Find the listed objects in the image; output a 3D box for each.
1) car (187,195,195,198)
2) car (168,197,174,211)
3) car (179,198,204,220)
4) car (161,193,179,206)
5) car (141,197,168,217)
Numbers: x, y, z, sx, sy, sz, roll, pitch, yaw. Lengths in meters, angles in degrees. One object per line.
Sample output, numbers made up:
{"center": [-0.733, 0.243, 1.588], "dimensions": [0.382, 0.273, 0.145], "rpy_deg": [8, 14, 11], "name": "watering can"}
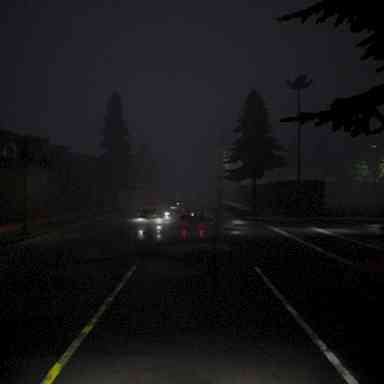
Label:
{"center": [-0.146, 1.505, 75.053], "dimensions": [1.882, 1.535, 5.008], "rpy_deg": [0, 0, 0], "name": "car"}
{"center": [-3.677, 1.616, 41.514], "dimensions": [1.895, 1.301, 4.718], "rpy_deg": [0, 0, 0], "name": "car"}
{"center": [0.046, 1.536, 28.372], "dimensions": [1.812, 1.442, 4.674], "rpy_deg": [0, 0, 0], "name": "car"}
{"center": [-3.684, 1.242, 53.950], "dimensions": [2.150, 2.045, 5.566], "rpy_deg": [0, 0, 0], "name": "car"}
{"center": [-3.659, 1.489, 31.552], "dimensions": [1.882, 1.535, 5.008], "rpy_deg": [0, 0, 0], "name": "car"}
